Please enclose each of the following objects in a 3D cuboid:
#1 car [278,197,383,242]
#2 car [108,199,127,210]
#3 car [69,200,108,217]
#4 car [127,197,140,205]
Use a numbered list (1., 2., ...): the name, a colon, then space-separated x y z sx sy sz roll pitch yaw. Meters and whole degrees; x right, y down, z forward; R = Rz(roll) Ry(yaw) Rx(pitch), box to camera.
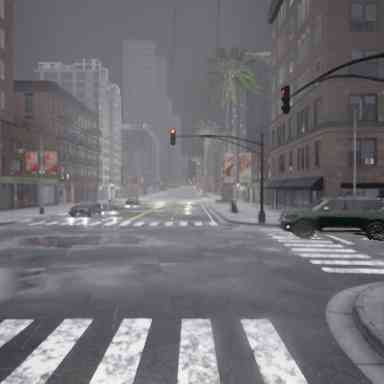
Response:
1. car: 7.242 1.265 16.685 5.566 2.045 2.150 1 1 6
2. car: -9.860 1.560 41.463 1.895 1.301 4.718 0 0 0
3. car: -9.857 1.518 31.448 2.033 1.411 5.357 0 0 0
4. car: -9.840 1.497 55.529 1.994 1.385 4.181 0 0 0
